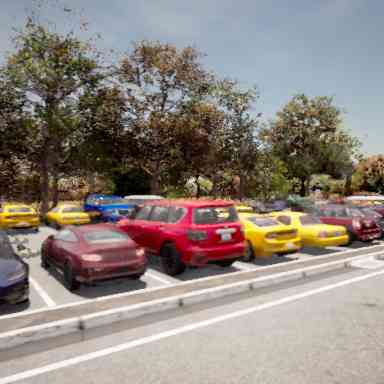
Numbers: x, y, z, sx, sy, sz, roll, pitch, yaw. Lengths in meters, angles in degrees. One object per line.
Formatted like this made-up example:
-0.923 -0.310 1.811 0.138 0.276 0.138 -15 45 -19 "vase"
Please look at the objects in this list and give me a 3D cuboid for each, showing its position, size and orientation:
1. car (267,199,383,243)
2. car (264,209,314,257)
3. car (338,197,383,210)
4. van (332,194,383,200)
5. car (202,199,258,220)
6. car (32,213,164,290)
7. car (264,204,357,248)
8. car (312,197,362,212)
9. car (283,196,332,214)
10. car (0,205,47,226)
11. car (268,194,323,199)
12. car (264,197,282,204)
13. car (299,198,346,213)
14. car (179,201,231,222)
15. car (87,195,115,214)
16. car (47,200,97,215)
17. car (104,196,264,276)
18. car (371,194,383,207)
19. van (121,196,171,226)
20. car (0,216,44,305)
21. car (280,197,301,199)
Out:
6.147 1.381 15.638 2.185 1.767 4.553 0 0 -35 "car"
1.675 1.520 12.538 2.097 1.535 5.008 0 0 -35 "car"
21.507 1.412 42.409 2.097 1.535 5.008 0 0 -35 "car"
10.724 1.266 19.025 1.878 1.987 4.442 0 0 -35 "van"
3.259 1.489 29.629 2.097 1.535 5.008 0 0 -35 "car"
-2.886 1.575 9.347 2.002 1.452 4.674 0 0 -35 "car"
3.845 1.511 14.291 1.946 1.575 5.366 0 0 -35 "car"
16.951 1.434 39.206 2.097 1.535 5.008 0 0 -35 "car"
12.404 1.329 35.989 2.185 1.767 4.553 0 0 -35 "car"
-10.523 1.533 19.964 2.097 1.535 5.008 0 0 -35 "car"
10.121 1.213 34.394 2.435 2.045 5.566 0 0 -35 "car"
5.539 1.482 31.228 2.231 1.521 4.892 0 0 -35 "car"
14.666 1.484 37.615 2.002 1.452 4.674 0 0 -35 "car"
0.979 1.537 28.029 2.002 1.452 4.674 0 0 -35 "car"
-5.847 1.267 23.210 2.435 2.045 5.566 0 0 -35 "car"
-8.250 1.522 21.788 1.946 1.575 5.366 0 0 -35 "car"
-0.624 1.276 10.969 2.435 2.045 5.566 0 0 -35 "car"
28.336 1.250 47.225 2.185 1.767 4.553 0 0 -35 "car"
-3.515 1.285 24.736 1.878 1.987 4.442 0 0 -35 "van"
-5.152 1.567 7.727 2.163 1.488 4.792 0 0 -35 "car"
7.806 1.502 32.842 2.163 1.488 4.792 0 0 -35 "car"
